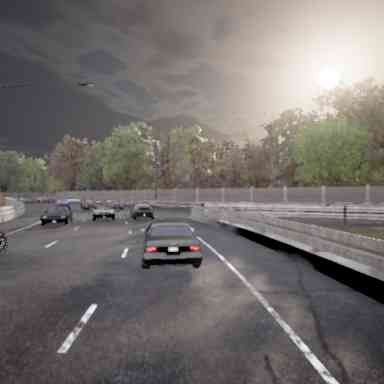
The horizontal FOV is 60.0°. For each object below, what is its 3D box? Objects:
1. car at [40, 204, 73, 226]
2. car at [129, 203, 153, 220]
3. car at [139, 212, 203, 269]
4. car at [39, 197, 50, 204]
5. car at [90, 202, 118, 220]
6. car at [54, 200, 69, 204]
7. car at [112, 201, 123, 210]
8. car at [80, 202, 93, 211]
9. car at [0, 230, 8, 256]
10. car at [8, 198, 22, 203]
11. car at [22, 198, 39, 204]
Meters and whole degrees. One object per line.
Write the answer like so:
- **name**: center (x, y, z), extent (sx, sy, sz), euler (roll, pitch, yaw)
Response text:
- **car**: center (-10.440, 1.853, 25.996), extent (1.895, 1.301, 4.718), euler (0, 0, -14)
- **car**: center (-4.866, 1.782, 31.813), extent (1.837, 1.490, 4.892), euler (0, 0, -16)
- **car**: center (-0.793, 1.646, 11.634), extent (2.033, 1.411, 5.357), euler (0, 0, -6)
- **car**: center (-37.757, 2.055, 83.897), extent (4.553, 1.767, 2.097), euler (-1, -1, 40)
- **car**: center (-8.295, 1.886, 31.167), extent (1.895, 1.301, 4.718), euler (0, 0, -16)
- **car**: center (-18.447, 1.932, 47.146), extent (1.882, 1.535, 5.008), euler (0, 0, -26)
- **car**: center (-11.635, 2.045, 49.215), extent (1.895, 1.301, 4.718), euler (0, -1, -26)
- **car**: center (-15.046, 2.050, 48.212), extent (1.895, 1.301, 4.718), euler (0, -1, -26)
- **car**: center (-7.776, 1.623, 10.795), extent (1.837, 1.490, 4.892), euler (0, -1, -6)
- **car**: center (-42.845, 2.192, 78.972), extent (4.674, 1.442, 1.812), euler (-1, -1, 40)
- **car**: center (-40.527, 2.218, 81.595), extent (5.357, 1.411, 2.033), euler (-1, -1, 40)
